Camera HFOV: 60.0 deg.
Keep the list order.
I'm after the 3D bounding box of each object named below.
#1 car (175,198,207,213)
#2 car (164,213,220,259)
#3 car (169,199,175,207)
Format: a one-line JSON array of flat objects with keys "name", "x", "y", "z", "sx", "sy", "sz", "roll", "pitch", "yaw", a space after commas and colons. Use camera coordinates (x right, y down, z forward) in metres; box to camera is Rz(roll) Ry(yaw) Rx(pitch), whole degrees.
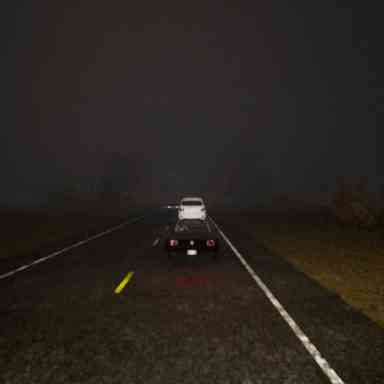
[{"name": "car", "x": 0.018, "y": 1.500, "z": 27.587, "sx": 2.150, "sy": 2.045, "sz": 5.566, "roll": 0, "pitch": 0, "yaw": 0}, {"name": "car", "x": 0.021, "y": 1.738, "z": 13.250, "sx": 1.895, "sy": 1.301, "sz": 4.718, "roll": 0, "pitch": -1, "yaw": 0}, {"name": "car", "x": -3.494, "y": 2.139, "z": 64.567, "sx": 2.033, "sy": 1.411, "sz": 5.357, "roll": 0, "pitch": 0, "yaw": 1}]
